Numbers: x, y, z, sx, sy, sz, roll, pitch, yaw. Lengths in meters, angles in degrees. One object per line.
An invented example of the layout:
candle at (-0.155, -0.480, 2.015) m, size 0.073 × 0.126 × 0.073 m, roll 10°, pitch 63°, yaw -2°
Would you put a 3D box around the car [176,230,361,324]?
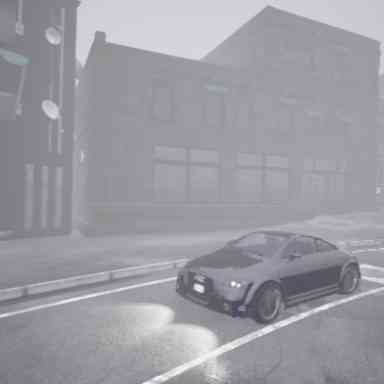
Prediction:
car at (1.744, 1.545, 7.118) m, size 4.181 × 1.385 × 1.994 m, roll 0°, pitch 0°, yaw -36°
